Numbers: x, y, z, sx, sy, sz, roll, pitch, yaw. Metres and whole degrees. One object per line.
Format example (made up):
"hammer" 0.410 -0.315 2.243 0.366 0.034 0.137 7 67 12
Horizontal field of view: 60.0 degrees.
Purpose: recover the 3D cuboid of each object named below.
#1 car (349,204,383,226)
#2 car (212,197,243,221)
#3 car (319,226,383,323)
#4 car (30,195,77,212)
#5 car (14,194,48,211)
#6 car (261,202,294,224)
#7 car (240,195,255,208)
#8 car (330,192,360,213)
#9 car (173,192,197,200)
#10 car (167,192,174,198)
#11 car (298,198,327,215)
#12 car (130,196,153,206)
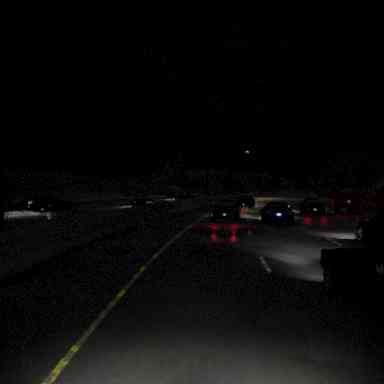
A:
"car" 7.885 1.417 12.516 1.837 1.490 4.892 0 0 6
"car" 2.620 1.329 24.880 1.812 1.442 4.674 0 1 10
"car" 3.829 1.560 5.717 1.895 1.301 4.718 0 0 3
"car" -13.655 1.308 33.569 1.895 1.301 4.718 0 0 13
"car" -16.722 1.037 35.664 2.097 1.767 4.553 0 0 13
"car" 5.844 1.388 23.006 1.994 1.385 4.181 0 0 10
"car" 6.784 1.184 41.458 1.837 1.490 4.892 0 1 17
"car" 15.395 0.976 33.715 2.150 2.045 5.566 0 0 15
"car" -0.721 1.120 53.098 2.033 1.411 5.357 0 0 19
"car" -4.167 0.708 75.935 1.994 1.385 4.181 0 0 18
"car" 10.953 1.299 30.396 1.812 1.442 4.674 0 0 13
"car" -6.860 1.187 45.469 1.994 1.385 4.181 0 0 17
